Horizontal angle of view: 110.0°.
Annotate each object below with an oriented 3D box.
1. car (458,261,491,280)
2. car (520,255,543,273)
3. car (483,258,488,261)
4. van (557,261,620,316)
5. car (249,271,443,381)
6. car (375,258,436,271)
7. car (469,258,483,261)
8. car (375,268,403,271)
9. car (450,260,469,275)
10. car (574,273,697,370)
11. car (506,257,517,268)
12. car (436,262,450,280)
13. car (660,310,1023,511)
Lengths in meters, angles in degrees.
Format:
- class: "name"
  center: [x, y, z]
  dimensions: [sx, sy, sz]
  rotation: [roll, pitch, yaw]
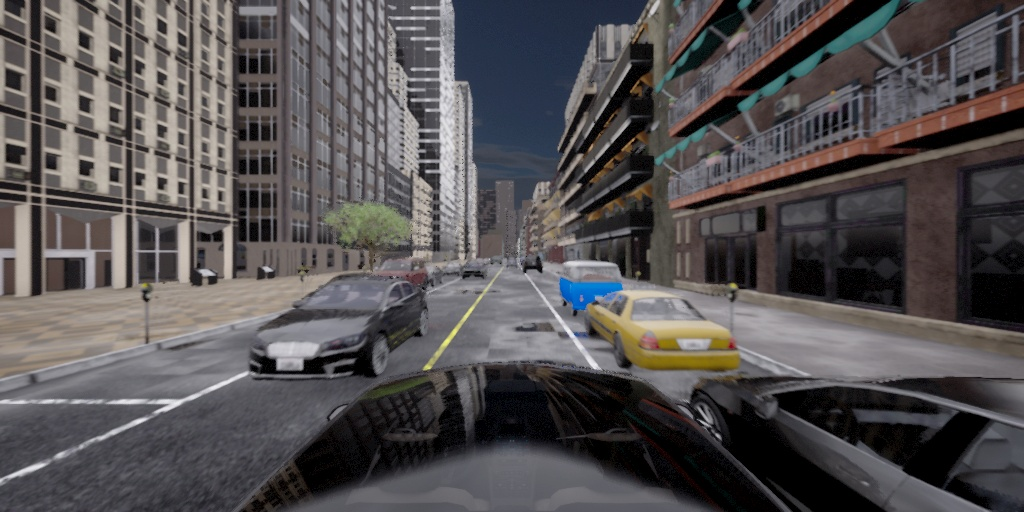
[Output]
- class: "car"
  center: [-3.106, 1.315, 30.532]
  dimensions: [1.895, 1.301, 4.718]
  rotation: [0, 0, 0]
- class: "car"
  center: [2.381, 0.933, 41.984]
  dimensions: [2.150, 2.045, 5.566]
  rotation: [0, 0, 0]
- class: "car"
  center: [-5.710, 1.133, 62.669]
  dimensions: [1.967, 1.591, 4.097]
  rotation: [0, 0, 0]
- class: "van"
  center: [2.686, 1.074, 12.965]
  dimensions: [1.690, 1.789, 3.998]
  rotation: [0, 0, 0]
- class: "car"
  center: [-3.055, 1.233, 7.407]
  dimensions: [2.128, 1.511, 4.902]
  rotation: [0, 0, 0]
- class: "car"
  center: [-5.697, 1.041, 18.485]
  dimensions: [2.192, 1.841, 5.009]
  rotation: [0, 0, 0]
- class: "car"
  center: [-5.706, 1.263, 51.622]
  dimensions: [1.948, 1.339, 4.313]
  rotation: [0, 0, 0]
- class: "car"
  center: [-5.695, 1.299, 12.964]
  dimensions: [1.948, 1.339, 4.313]
  rotation: [0, 0, 0]
- class: "car"
  center: [-5.701, 1.260, 35.054]
  dimensions: [2.007, 1.370, 4.403]
  rotation: [0, 0, 0]
- class: "car"
  center: [2.688, 1.267, 7.612]
  dimensions: [1.751, 1.417, 4.829]
  rotation: [0, 0, 0]
- class: "car"
  center: [-0.017, 1.242, 59.671]
  dimensions: [2.033, 1.411, 5.357]
  rotation: [0, 0, 0]
- class: "car"
  center: [-5.698, 1.271, 24.009]
  dimensions: [2.007, 1.370, 4.403]
  rotation: [0, 0, 0]
- class: "car"
  center: [2.689, 1.316, 1.920]
  dimensions: [1.948, 1.339, 4.313]
  rotation: [0, 0, 0]
